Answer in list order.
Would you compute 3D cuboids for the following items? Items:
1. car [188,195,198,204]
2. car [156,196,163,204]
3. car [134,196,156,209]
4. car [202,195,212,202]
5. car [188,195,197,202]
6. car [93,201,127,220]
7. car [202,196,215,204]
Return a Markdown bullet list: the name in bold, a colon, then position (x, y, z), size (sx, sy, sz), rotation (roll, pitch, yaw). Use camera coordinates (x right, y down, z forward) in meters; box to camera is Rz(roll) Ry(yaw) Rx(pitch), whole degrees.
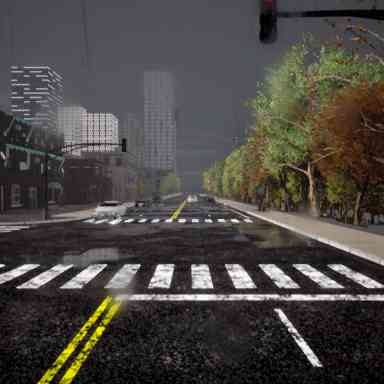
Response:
- **car**: position (0.153, 1.501, 64.624), size (1.812, 1.442, 4.674), rotation (0, 0, 0)
- **car**: position (-6.495, 1.483, 62.328), size (1.837, 1.490, 4.892), rotation (0, -1, 1)
- **car**: position (-6.555, 1.476, 44.861), size (2.128, 1.511, 4.902), rotation (0, 0, 0)
- **car**: position (3.328, 1.510, 74.397), size (2.033, 1.411, 5.357), rotation (0, 0, 0)
- **car**: position (0.085, 1.447, 74.818), size (1.882, 1.535, 5.008), rotation (0, 0, 0)
- **car**: position (-6.849, 1.517, 28.316), size (1.812, 1.442, 4.674), rotation (0, 0, 4)
- **car**: position (3.410, 1.523, 63.743), size (2.033, 1.411, 5.357), rotation (0, 0, 0)
